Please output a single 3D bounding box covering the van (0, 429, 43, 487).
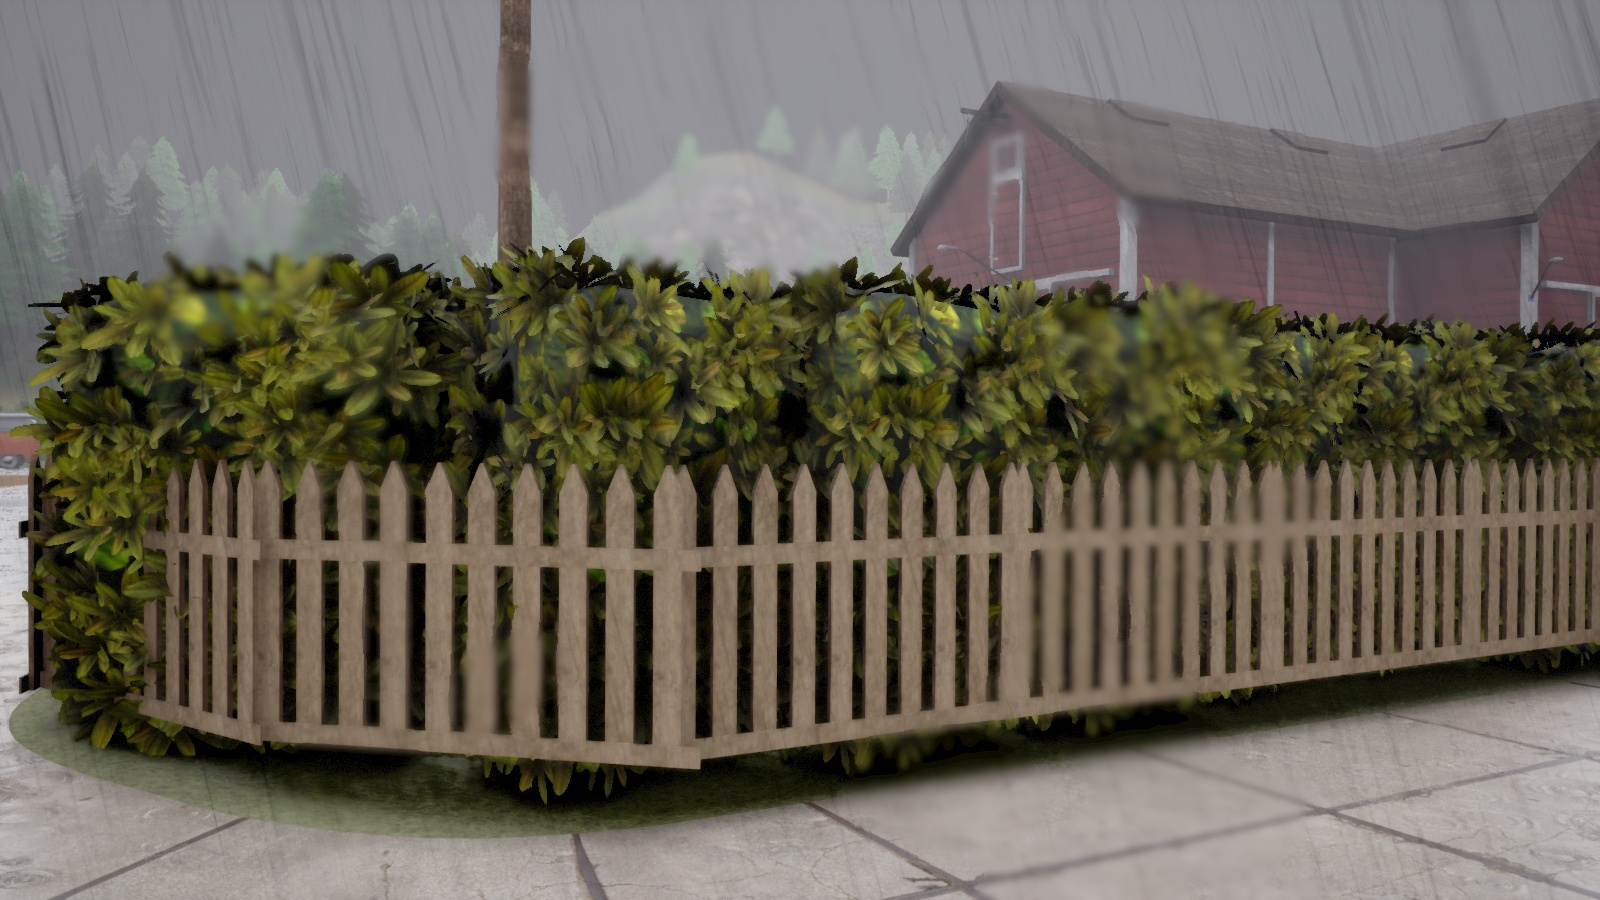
[{"bbox_3d":[-28.895,0.299,43.434,4.442,1.987,1.775,-1,1,-26],"label":"van"}]
